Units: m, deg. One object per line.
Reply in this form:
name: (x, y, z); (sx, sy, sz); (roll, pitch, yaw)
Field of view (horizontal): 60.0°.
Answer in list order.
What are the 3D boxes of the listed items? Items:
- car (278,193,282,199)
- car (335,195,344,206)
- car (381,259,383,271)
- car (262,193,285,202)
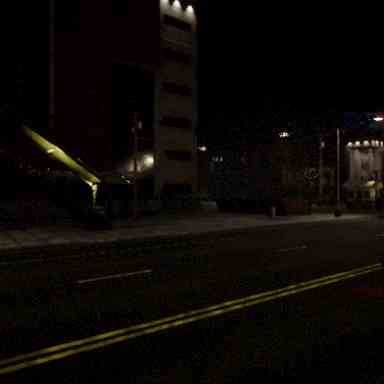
car: (21.872, 1.379, 77.181); (4.786, 1.482, 2.161); (0, 0, -36)
car: (20.758, 1.239, 49.975); (4.553, 1.767, 2.185); (0, 0, -36)
car: (7.200, 1.544, 8.966); (5.357, 1.411, 2.033); (0, 0, -35)
car: (19.675, 1.209, 79.904); (5.566, 2.045, 2.435); (0, 0, -36)
